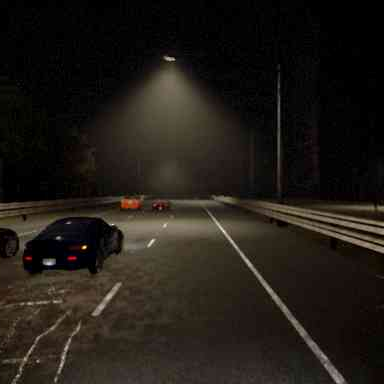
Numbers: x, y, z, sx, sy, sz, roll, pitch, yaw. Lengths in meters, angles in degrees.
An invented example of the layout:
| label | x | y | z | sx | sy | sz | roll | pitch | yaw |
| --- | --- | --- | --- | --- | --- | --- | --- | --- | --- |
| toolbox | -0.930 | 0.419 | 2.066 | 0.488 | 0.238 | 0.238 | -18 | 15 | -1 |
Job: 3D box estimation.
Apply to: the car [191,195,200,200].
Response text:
| label | x | y | z | sx | sy | sz | roll | pitch | yaw |
| --- | --- | --- | --- | --- | --- | --- | --- | --- | --- |
| car | 1.224 | 1.526 | 94.752 | 1.812 | 1.442 | 4.674 | 0 | 0 | 0 |

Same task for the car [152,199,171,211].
| label | x | y | z | sx | sy | sz | roll | pitch | yaw |
| --- | --- | --- | --- | --- | --- | --- | --- | --- | --- |
| car | -3.399 | 1.457 | 38.098 | 1.895 | 1.301 | 4.718 | 0 | 0 | 0 |

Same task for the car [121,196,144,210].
| label | x | y | z | sx | sy | sz | roll | pitch | yaw |
| --- | --- | --- | --- | --- | --- | --- | --- | --- | --- |
| car | -6.902 | 1.205 | 39.161 | 2.097 | 1.767 | 4.553 | 0 | 0 | 0 |

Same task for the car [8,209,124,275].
| label | x | y | z | sx | sy | sz | roll | pitch | yaw |
| --- | --- | --- | --- | --- | --- | --- | --- | --- | --- |
| car | -3.401 | 1.481 | 10.225 | 1.812 | 1.442 | 4.674 | 0 | 0 | 0 |

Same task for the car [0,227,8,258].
| label | x | y | z | sx | sy | sz | roll | pitch | yaw |
| --- | --- | --- | --- | --- | --- | --- | --- | --- | --- |
| car | -6.899 | 1.463 | 9.564 | 1.837 | 1.490 | 4.892 | 0 | 0 | 0 |
